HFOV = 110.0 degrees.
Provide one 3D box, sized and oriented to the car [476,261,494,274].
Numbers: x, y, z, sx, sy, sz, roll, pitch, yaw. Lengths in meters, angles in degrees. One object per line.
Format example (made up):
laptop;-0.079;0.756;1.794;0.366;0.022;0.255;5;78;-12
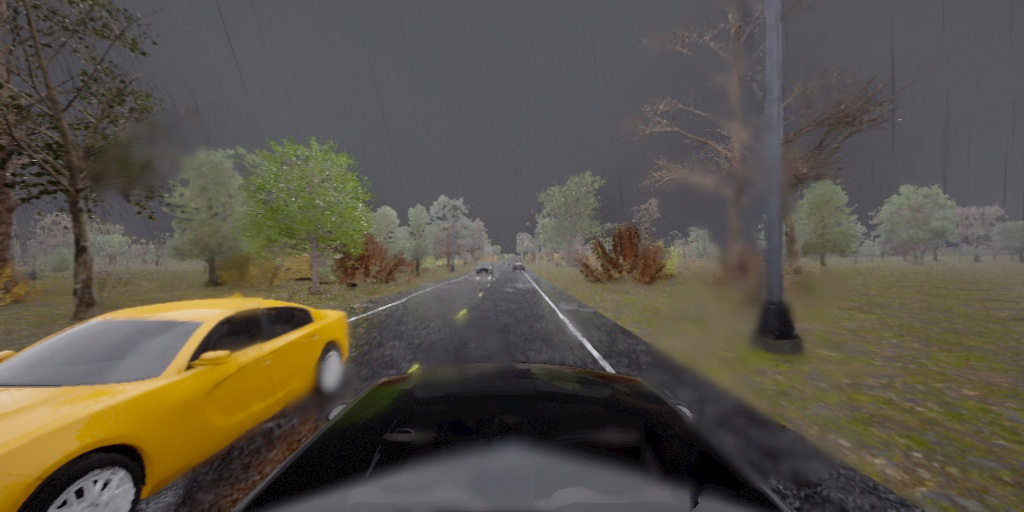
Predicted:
car;-3.561;1.486;47.340;2.097;1.767;4.553;0;0;0

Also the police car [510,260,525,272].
police car;1.048;1.634;57.405;1.930;1.638;5.238;0;0;0

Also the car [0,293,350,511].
car;-3.600;1.247;3.884;1.882;1.535;5.008;0;-1;0
